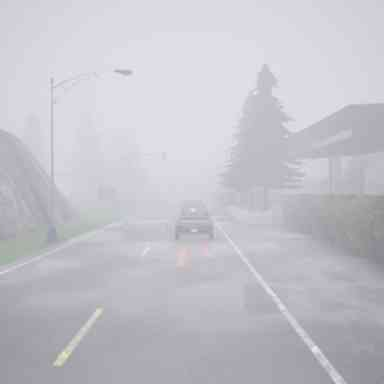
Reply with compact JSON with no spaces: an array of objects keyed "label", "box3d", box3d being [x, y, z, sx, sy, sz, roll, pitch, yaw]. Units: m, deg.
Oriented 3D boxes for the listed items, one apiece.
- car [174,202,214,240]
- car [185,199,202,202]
[{"label":"car","box3d":[0.100,1.478,16.884,2.128,1.511,4.902,0,0,0]},{"label":"car","box3d":[0.101,1.331,26.883,2.097,1.767,4.553,0,0,0]}]
